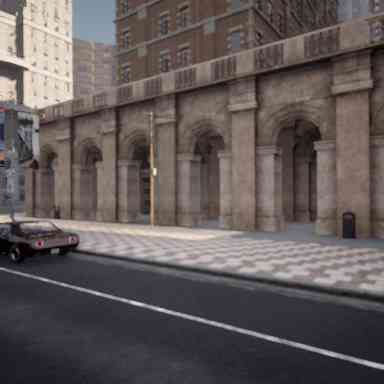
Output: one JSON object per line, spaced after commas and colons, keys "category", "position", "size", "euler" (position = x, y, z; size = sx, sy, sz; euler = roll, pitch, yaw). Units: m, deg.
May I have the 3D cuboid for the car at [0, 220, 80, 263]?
{"category": "car", "position": [-6.388, 1.708, 12.419], "size": [4.718, 1.301, 1.895], "euler": [-1, 0, 35]}
